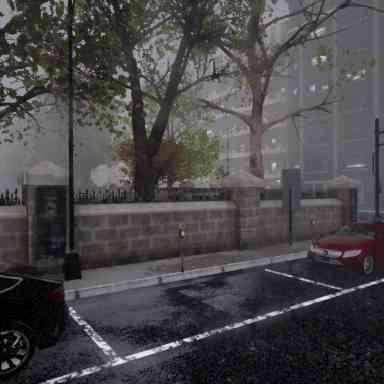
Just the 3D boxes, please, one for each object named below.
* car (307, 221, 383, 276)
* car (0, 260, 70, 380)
[{"bbox_3d":[5.356,1.581,10.269,4.206,1.307,1.802,0,0,-35],"label":"car"},{"bbox_3d":[-3.723,1.566,3.936,4.313,1.339,1.947,0,0,-35],"label":"car"}]
